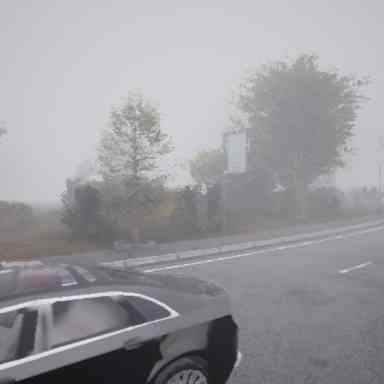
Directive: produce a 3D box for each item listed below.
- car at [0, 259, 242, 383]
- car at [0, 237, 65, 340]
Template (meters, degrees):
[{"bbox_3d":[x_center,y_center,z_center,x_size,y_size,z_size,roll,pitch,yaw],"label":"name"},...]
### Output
[{"bbox_3d":[-1.741,1.500,2.864,4.902,1.511,2.128,0,0,-36],"label":"car"},{"bbox_3d":[-4.630,1.617,5.053,4.718,1.301,1.895,0,0,-36],"label":"car"}]
